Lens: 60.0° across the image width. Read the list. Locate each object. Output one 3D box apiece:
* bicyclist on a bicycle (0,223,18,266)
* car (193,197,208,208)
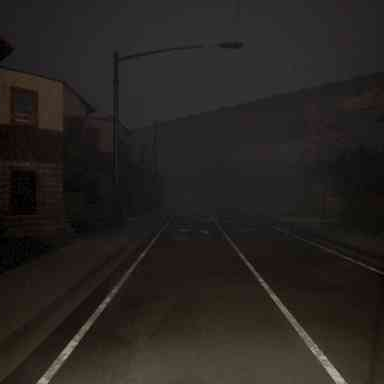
[{"bbox_3d":[-5.744,1.295,9.420,1.656,1.620,0.582,-1,0,0],"label":"bicyclist on a bicycle"},{"bbox_3d":[1.271,1.478,47.791,1.882,1.535,5.008,0,0,7],"label":"car"}]
